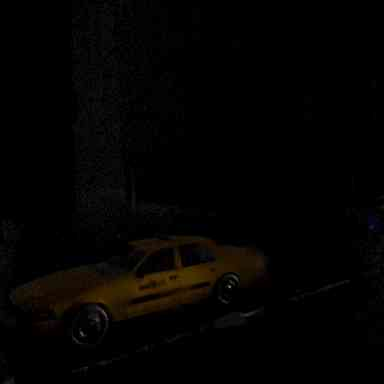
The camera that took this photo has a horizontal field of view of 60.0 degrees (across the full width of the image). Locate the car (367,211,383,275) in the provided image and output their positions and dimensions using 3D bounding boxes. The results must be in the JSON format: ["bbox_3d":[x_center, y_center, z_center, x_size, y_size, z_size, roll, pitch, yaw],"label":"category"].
[{"bbox_3d":[6.405,1.231,7.985,4.902,1.511,2.128,-2,1,-36],"label":"car"}]

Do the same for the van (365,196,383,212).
[{"bbox_3d":[8.196,0.970,12.549,3.998,1.788,1.690,-2,1,-36],"label":"van"}]

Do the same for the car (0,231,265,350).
[{"bbox_3d":[-0.768,1.449,6.112,4.829,1.417,1.752,-2,1,-36],"label":"car"}]
